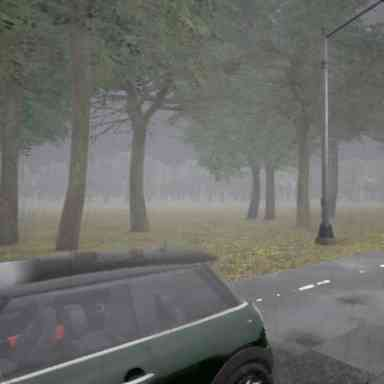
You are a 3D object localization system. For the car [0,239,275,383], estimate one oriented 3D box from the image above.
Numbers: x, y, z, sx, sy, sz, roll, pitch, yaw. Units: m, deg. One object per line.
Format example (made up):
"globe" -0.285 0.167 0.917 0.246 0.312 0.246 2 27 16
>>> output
"car" -1.416 1.391 2.787 4.553 1.767 2.097 0 -1 -37
